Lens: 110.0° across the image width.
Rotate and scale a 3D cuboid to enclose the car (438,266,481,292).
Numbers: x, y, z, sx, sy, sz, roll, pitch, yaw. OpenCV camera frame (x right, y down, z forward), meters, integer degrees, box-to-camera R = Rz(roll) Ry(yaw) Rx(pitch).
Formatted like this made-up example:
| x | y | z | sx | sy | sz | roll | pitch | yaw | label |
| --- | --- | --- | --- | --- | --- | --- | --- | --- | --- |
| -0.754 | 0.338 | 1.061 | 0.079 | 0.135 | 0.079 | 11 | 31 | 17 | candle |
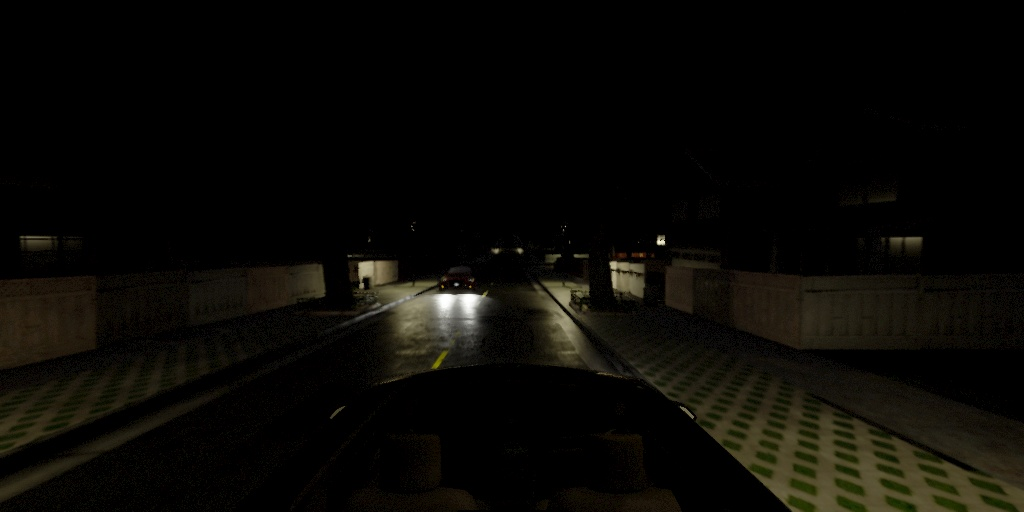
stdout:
| x | y | z | sx | sy | sz | roll | pitch | yaw | label |
| --- | --- | --- | --- | --- | --- | --- | --- | --- | --- |
| -2.847 | 1.248 | 20.314 | 1.994 | 1.385 | 4.181 | 0 | 0 | 0 | car |
